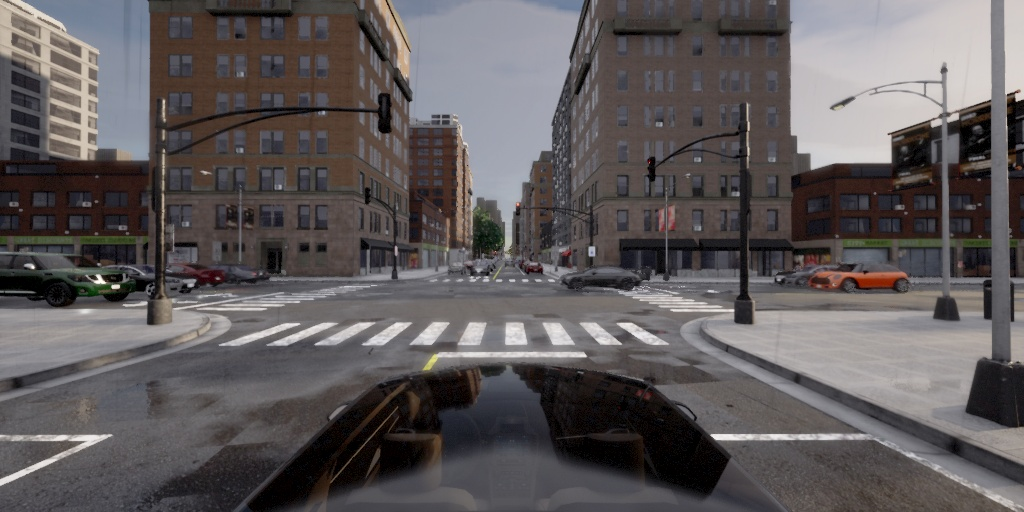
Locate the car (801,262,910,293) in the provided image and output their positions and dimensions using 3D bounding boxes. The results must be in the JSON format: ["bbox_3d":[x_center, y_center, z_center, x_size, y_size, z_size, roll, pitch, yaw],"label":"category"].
[{"bbox_3d":[20.406,1.209,21.223,4.553,1.767,2.097,0,0,0],"label":"car"}]

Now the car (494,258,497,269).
[{"bbox_3d":[-3.374,1.336,47.403,2.033,1.411,5.357,0,0,-1],"label":"car"}]

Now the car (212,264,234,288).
[{"bbox_3d":[-19.623,1.162,20.912,5.008,1.535,1.882,0,0,0],"label":"car"}]

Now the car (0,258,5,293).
[{"bbox_3d":[-28.382,0.977,17.397,4.553,1.767,2.097,0,0,-1],"label":"car"}]

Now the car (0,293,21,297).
[{"bbox_3d":[-5.855,1.190,1.494,1.967,1.591,4.097,0,0,0],"label":"car"}]

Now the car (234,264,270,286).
[{"bbox_3d":[-19.414,1.258,24.163,5.357,1.411,2.033,0,0,0],"label":"car"}]

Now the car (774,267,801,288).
[{"bbox_3d":[20.681,1.377,24.474,4.902,1.511,2.128,0,0,0],"label":"car"}]

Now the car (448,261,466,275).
[{"bbox_3d":[-6.063,1.326,39.855,2.007,1.370,4.403,0,0,-1],"label":"car"}]

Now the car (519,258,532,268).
[{"bbox_3d":[2.335,1.320,51.131,1.751,1.417,4.829,0,0,-1],"label":"car"}]

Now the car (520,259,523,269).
[{"bbox_3d":[2.400,1.350,45.454,1.948,1.339,4.313,0,0,-1],"label":"car"}]

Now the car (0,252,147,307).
[{"bbox_3d":[-18.473,0.858,14.224,5.566,2.045,2.150,0,0,0],"label":"car"}]

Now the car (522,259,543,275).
[{"bbox_3d":[2.463,1.321,39.948,1.888,1.381,4.507,0,0,-1],"label":"car"}]

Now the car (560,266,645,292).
[{"bbox_3d":[5.197,1.288,21.100,4.674,1.442,1.812,1,0,0],"label":"car"}]

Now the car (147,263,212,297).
[{"bbox_3d":[-18.124,1.155,17.470,4.902,1.511,2.128,0,0,-1],"label":"car"}]

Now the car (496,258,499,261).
[{"bbox_3d":[-3.485,1.316,57.784,1.837,1.490,4.892,0,0,0],"label":"car"}]

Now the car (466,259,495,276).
[{"bbox_3d":[-3.267,1.264,37.599,2.128,1.511,4.902,0,0,0],"label":"car"}]

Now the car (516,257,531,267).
[{"bbox_3d":[2.275,1.122,56.467,2.192,1.841,5.009,0,0,-1],"label":"car"}]
